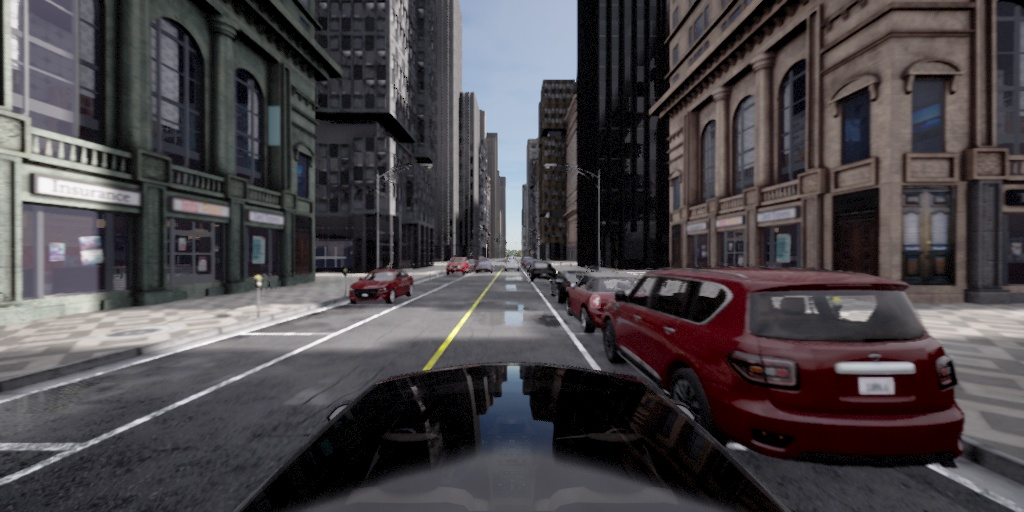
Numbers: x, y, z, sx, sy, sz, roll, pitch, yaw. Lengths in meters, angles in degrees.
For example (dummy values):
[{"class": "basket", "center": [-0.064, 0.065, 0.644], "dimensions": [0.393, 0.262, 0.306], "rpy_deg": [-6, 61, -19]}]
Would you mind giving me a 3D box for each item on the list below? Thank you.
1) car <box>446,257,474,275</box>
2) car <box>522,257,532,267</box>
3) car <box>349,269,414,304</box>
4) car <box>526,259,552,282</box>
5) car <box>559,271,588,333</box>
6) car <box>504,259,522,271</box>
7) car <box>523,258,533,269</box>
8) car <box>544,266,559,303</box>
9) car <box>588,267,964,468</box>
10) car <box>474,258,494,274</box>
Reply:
[{"class": "car", "center": [-5.764, 1.050, 38.709], "dimensions": [2.192, 1.841, 5.009], "rpy_deg": [0, 0, 0]}, {"class": "car", "center": [2.762, 1.169, 55.517], "dimensions": [1.967, 1.591, 4.097], "rpy_deg": [0, 0, 0]}, {"class": "car", "center": [-5.763, 1.290, 16.299], "dimensions": [1.888, 1.381, 4.507], "rpy_deg": [0, 0, 0]}, {"class": "car", "center": [2.360, 1.217, 28.706], "dimensions": [1.882, 1.535, 5.008], "rpy_deg": [0, 0, 0]}, {"class": "car", "center": [2.762, 1.186, 10.703], "dimensions": [1.967, 1.591, 4.097], "rpy_deg": [0, 0, 0]}, {"class": "car", "center": [0.024, 1.258, 48.708], "dimensions": [1.812, 1.442, 4.674], "rpy_deg": [0, 0, 1]}, {"class": "car", "center": [2.762, 1.299, 44.314], "dimensions": [1.948, 1.339, 4.313], "rpy_deg": [0, 0, 0]}, {"class": "car", "center": [2.762, 1.310, 16.305], "dimensions": [1.948, 1.339, 4.313], "rpy_deg": [0, 0, 0]}, {"class": "car", "center": [2.762, 1.063, 5.101], "dimensions": [2.192, 1.841, 5.009], "rpy_deg": [0, 0, 0]}, {"class": "car", "center": [-3.090, 1.282, 40.936], "dimensions": [2.033, 1.411, 5.357], "rpy_deg": [0, 0, 0]}]
